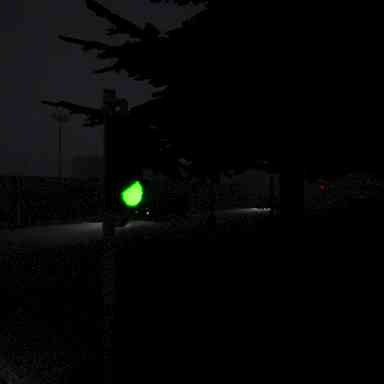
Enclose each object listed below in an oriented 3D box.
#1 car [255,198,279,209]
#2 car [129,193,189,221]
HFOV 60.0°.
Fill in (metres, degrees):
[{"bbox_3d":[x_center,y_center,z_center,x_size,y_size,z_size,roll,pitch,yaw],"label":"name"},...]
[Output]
[{"bbox_3d":[10.003,1.435,44.031,1.994,1.385,4.181,1,0,36],"label":"car"},{"bbox_3d":[-2.481,1.092,26.707,2.150,2.045,5.566,1,0,36],"label":"car"}]
